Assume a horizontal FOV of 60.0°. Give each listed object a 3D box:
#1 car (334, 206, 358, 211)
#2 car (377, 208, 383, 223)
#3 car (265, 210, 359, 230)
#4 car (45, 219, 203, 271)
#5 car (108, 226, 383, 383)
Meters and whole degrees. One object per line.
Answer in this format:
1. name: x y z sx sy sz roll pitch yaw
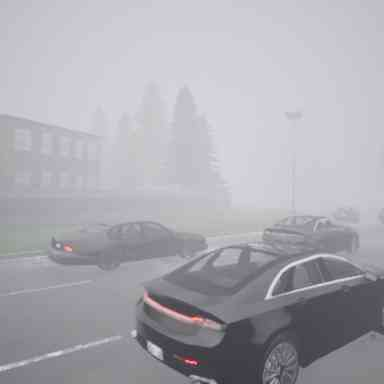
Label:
1. car: 13.418 1.915 29.020 1.994 1.385 4.181 0 0 28
2. car: 17.329 1.985 28.928 1.895 1.301 4.718 0 0 25
3. car: 4.553 1.630 12.449 4.902 1.511 2.128 1 -1 -43
4. car: -1.935 1.619 11.167 5.357 1.411 2.033 1 -1 -41
5. car: 1.486 1.544 5.144 4.902 1.511 2.128 1 -1 -39
